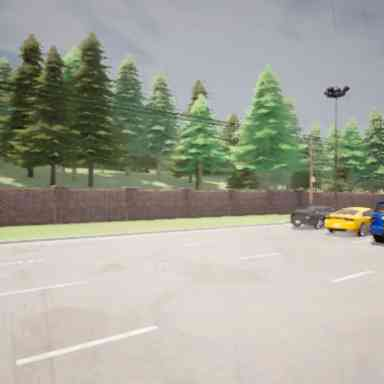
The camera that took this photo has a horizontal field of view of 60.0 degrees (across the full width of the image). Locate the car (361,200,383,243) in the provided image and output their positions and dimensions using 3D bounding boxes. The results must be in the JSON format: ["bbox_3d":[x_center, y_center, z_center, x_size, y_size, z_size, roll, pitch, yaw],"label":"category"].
[{"bbox_3d":[10.613,1.383,15.720,5.566,2.045,2.150,0,0,-35],"label":"car"}]

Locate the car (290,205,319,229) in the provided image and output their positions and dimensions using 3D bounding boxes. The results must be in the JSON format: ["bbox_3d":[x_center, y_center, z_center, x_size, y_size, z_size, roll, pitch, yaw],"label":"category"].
[{"bbox_3d":[8.820,1.690,22.929,4.892,1.490,1.837,0,0,-35],"label":"car"}]

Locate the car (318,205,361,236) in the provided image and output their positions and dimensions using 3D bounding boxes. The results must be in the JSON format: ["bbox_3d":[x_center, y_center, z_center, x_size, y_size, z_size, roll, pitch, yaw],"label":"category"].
[{"bbox_3d":[9.871,1.650,19.467,5.008,1.535,1.882,0,0,-35],"label":"car"}]
